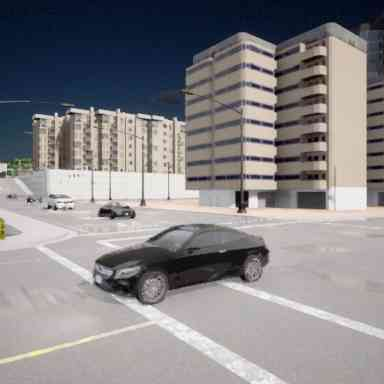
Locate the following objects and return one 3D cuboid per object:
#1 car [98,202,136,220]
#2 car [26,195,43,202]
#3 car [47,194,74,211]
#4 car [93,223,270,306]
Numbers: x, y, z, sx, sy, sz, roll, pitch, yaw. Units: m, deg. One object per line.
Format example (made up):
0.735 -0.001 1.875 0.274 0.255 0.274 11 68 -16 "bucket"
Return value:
-6.369 1.562 28.025 1.994 1.385 4.181 0 0 -36 "car"
-26.185 1.195 55.174 1.882 1.535 5.008 0 0 -36 "car"
-16.725 1.220 42.134 2.150 2.045 5.566 0 0 -36 "car"
-0.035 1.533 8.202 4.674 1.442 1.812 0 0 -36 "car"
